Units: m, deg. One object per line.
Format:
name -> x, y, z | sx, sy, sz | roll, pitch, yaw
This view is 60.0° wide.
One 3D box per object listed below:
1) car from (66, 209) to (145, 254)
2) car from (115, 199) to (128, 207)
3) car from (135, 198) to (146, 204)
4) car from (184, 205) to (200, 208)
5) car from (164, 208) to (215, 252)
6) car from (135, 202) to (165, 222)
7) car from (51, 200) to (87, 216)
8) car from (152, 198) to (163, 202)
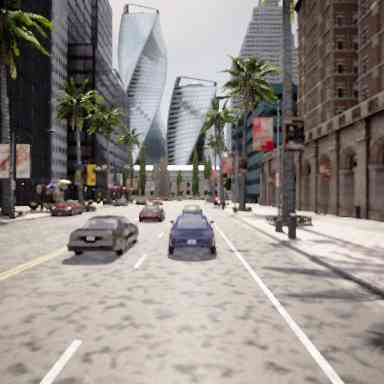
car -> -3.501, 1.677, 13.979 | 2.033, 1.411, 5.357 | 0, 0, 0
car -> -13.932, 2.086, 65.859 | 2.231, 1.521, 4.892 | 0, -1, -1
car -> -10.904, 2.127, 71.145 | 1.882, 1.535, 5.008 | 0, -1, -1
car -> 0.030, 1.814, 28.963 | 2.033, 1.411, 5.357 | 0, 0, 0
car -> 0.003, 1.658, 14.360 | 1.812, 1.442, 4.674 | 0, 0, 0
car -> -3.470, 1.834, 29.280 | 1.994, 1.385, 4.181 | 0, 0, 0
car -> -13.623, 1.690, 36.488 | 2.185, 1.767, 4.553 | 0, -1, -1
car -> -7.404, 2.005, 71.214 | 2.097, 1.767, 4.553 | 0, -1, -1
